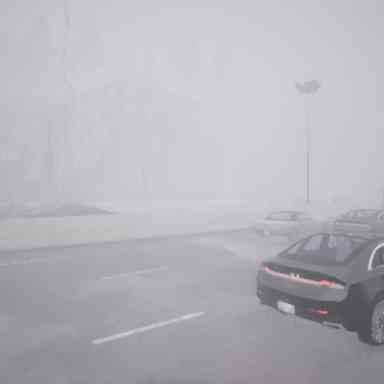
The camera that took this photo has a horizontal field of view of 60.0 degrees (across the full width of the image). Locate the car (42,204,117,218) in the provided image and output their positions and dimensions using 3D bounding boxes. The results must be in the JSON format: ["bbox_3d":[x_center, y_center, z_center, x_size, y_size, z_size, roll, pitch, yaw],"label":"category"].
[{"bbox_3d":[-6.826,1.599,20.927,4.181,1.385,1.994,0,0,-38],"label":"car"}]

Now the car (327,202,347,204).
[{"bbox_3d":[22.408,1.376,49.860,2.097,1.767,4.553,0,0,39],"label":"car"}]

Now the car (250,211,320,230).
[{"bbox_3d":[5.162,1.613,16.857,4.718,1.301,1.895,0,0,-40],"label":"car"}]

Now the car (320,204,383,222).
[{"bbox_3d":[8.042,1.497,14.738,4.902,1.511,2.128,0,0,-40],"label":"car"}]

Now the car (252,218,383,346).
[{"bbox_3d":[3.327,1.495,6.402,4.902,1.511,2.128,0,0,-37],"label":"car"}]

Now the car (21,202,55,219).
[{"bbox_3d":[-9.014,1.519,23.644,5.008,1.535,1.882,0,0,-38],"label":"car"}]
